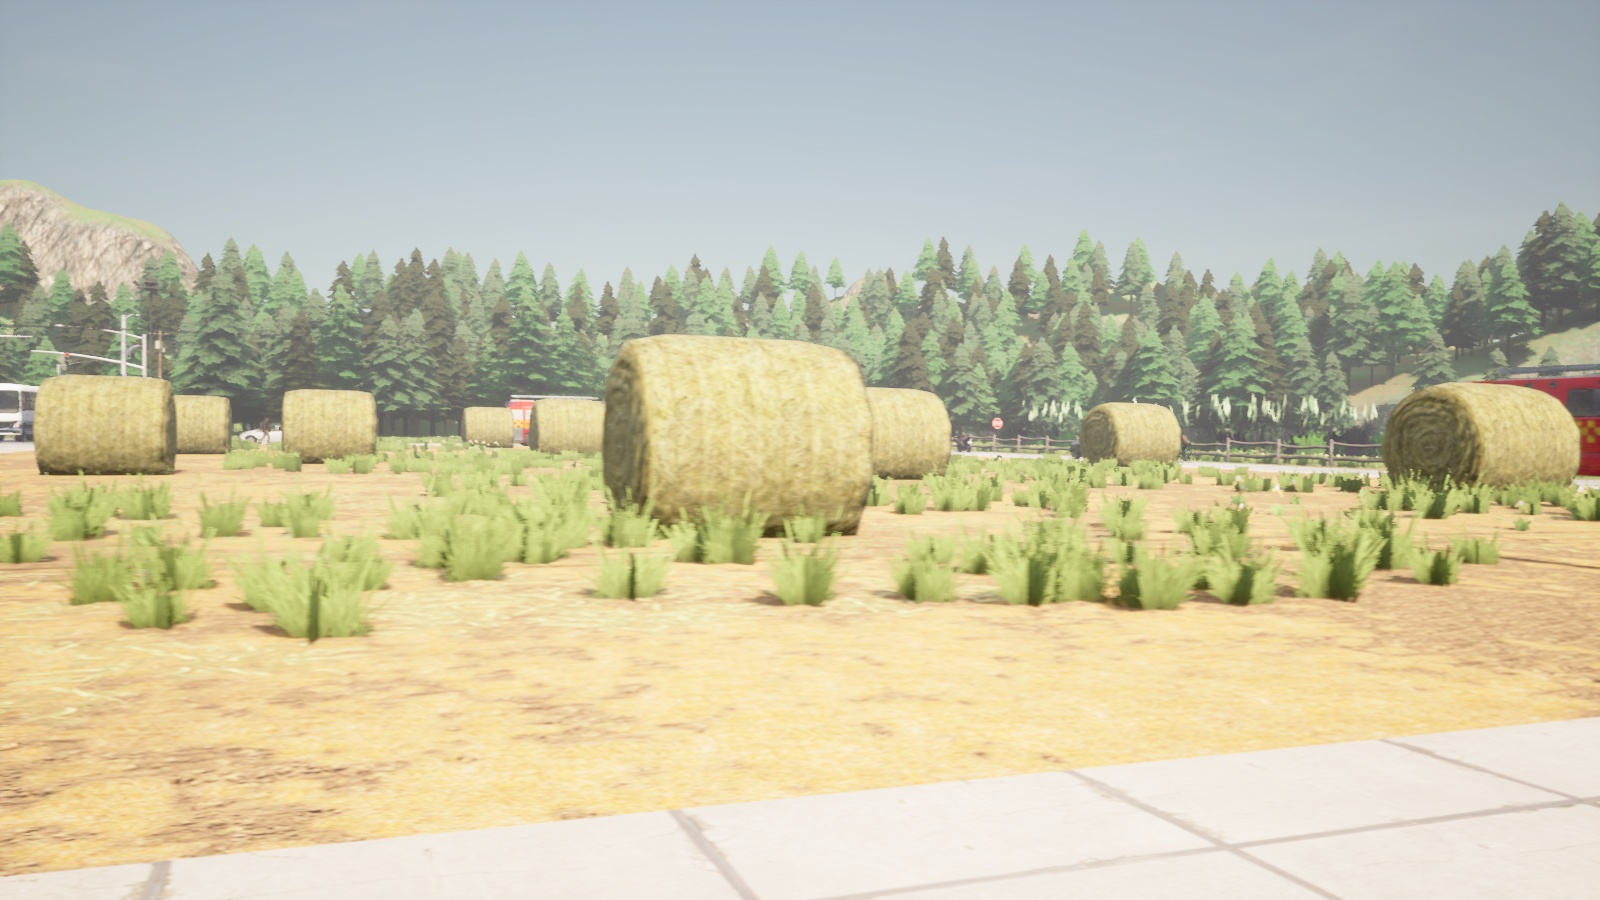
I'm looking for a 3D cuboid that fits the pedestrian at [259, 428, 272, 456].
[{"bbox_3d":[-34.311,-0.515,80.605,0.703,1.840,0.431,-1,1,-22],"label":"pedestrian"}]

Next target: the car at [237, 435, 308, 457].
[{"bbox_3d":[-37.452,-0.304,89.283,4.514,1.525,2.007,-1,1,-21],"label":"car"}]

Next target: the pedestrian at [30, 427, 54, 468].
[{"bbox_3d":[-34.606,-0.138,57.339,0.634,1.844,0.899,-1,1,-11],"label":"pedestrian"}]

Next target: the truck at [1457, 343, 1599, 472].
[{"bbox_3d":[24.701,-1.284,38.499,2.891,3.827,8.468,-1,1,-18],"label":"truck"}]

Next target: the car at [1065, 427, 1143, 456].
[{"bbox_3d":[15.900,-0.444,65.902,1.812,1.442,4.674,-1,1,-18],"label":"car"}]

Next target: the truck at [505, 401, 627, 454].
[{"bbox_3d":[-17.327,-1.691,93.102,8.468,3.827,2.891,-1,1,-21],"label":"truck"}]

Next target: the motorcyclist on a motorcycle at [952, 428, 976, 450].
[{"bbox_3d":[11.762,-0.783,90.179,0.866,1.530,2.191,-1,1,-18],"label":"motorcyclist on a motorcycle"}]
